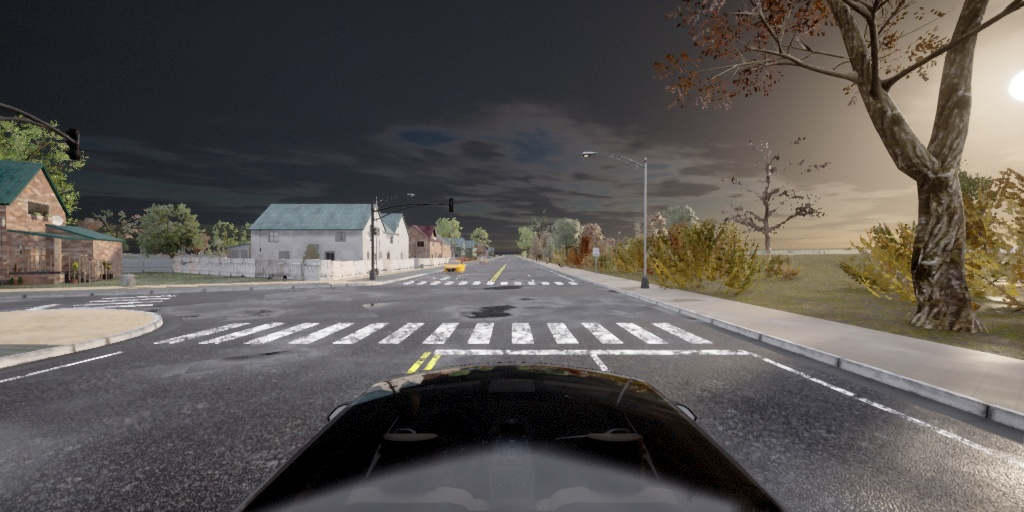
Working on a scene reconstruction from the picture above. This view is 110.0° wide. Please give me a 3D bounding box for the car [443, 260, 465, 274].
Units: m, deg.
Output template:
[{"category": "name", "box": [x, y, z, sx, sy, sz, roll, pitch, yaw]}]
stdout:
[{"category": "car", "box": [-6.407, 1.225, 40.239, 1.882, 1.535, 5.008, 0, 0, 0]}]
